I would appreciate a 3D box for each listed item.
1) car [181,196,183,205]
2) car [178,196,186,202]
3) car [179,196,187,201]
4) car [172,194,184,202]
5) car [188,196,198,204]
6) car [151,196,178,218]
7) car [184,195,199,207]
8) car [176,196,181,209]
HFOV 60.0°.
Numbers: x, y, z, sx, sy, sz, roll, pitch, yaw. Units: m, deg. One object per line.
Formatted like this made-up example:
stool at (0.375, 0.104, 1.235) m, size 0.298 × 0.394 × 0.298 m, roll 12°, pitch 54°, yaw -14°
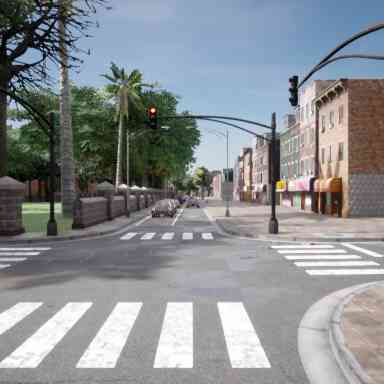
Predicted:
car at (-2.589, 1.677, 47.652) m, size 1.802 × 1.307 × 4.206 m, roll 0°, pitch 0°, yaw 0°
car at (-2.547, 1.856, 87.472) m, size 2.008 × 1.369 × 4.403 m, roll -1°, pitch 0°, yaw 0°
car at (-2.541, 1.909, 93.161) m, size 1.947 × 1.339 × 4.313 m, roll -1°, pitch 0°, yaw 0°
car at (-2.910, 1.398, 64.223) m, size 2.150 × 2.045 × 5.566 m, roll 0°, pitch 0°, yaw 0°
car at (0.179, 1.677, 69.665) m, size 1.882 × 1.535 × 5.008 m, roll 0°, pitch 0°, yaw 0°
car at (-2.608, 1.480, 30.587) m, size 1.967 × 1.590 × 4.097 m, roll 0°, pitch 0°, yaw 0°
car at (0.156, 1.659, 51.870) m, size 2.033 × 1.411 × 5.357 m, roll 0°, pitch 0°, yaw 0°
car at (-2.601, 1.496, 36.275) m, size 1.967 × 1.590 × 4.097 m, roll 0°, pitch 0°, yaw 0°
